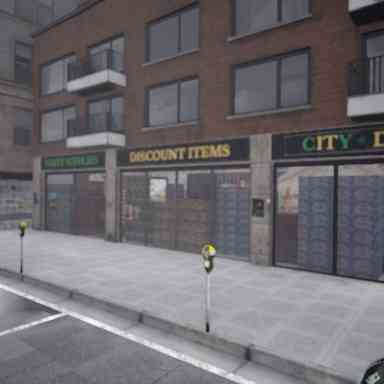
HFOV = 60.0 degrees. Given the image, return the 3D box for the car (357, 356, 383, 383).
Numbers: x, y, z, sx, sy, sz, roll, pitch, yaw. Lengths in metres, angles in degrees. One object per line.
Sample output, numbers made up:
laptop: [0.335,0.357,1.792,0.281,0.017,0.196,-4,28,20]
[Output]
car: [2.899,1.376,1.093,4.553,1.767,2.097,1,1,37]
